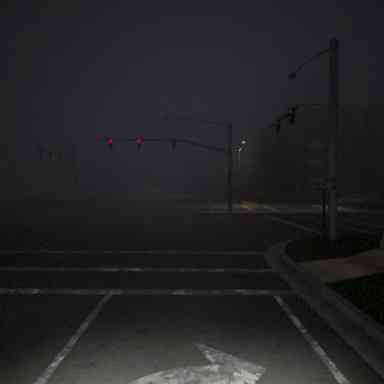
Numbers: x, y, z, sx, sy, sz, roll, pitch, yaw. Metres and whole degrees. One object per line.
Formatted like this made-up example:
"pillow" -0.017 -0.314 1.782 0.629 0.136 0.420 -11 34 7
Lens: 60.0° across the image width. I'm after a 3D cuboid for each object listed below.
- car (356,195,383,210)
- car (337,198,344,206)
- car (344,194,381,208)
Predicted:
"car" 19.517 1.188 33.318 4.718 1.301 1.895 0 1 0
"car" 19.762 1.027 40.316 4.674 1.442 1.812 0 1 0
"car" 20.041 1.023 36.817 5.008 1.535 1.882 -1 1 0
